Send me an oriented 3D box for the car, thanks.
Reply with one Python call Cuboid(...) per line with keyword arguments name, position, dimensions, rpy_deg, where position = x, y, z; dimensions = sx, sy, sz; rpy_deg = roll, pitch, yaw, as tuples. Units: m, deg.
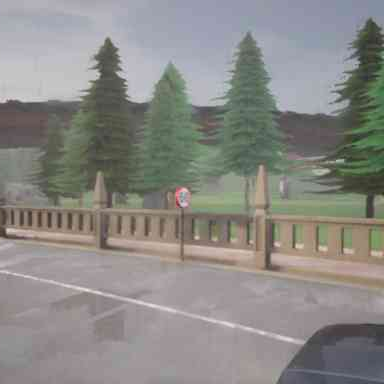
Cuboid(name="car", position=(3.118, 1.535, 1.670), dimensions=(5.357, 1.411, 2.033), rpy_deg=(0, 0, 36))
